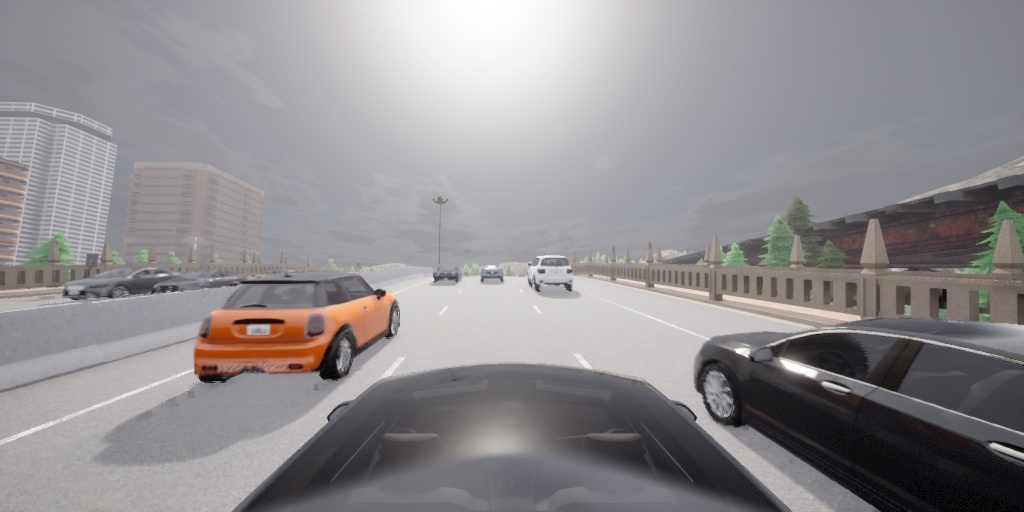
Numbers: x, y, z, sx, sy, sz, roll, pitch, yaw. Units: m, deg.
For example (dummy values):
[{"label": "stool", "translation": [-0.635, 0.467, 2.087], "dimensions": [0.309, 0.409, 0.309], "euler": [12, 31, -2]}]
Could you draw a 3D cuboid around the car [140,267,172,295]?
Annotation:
[{"label": "car", "translation": [-15.164, 1.360, 17.721], "dimensions": [1.994, 1.385, 4.181], "euler": [0, 0, -3]}]

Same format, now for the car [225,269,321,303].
[{"label": "car", "translation": [-11.676, 1.395, 18.013], "dimensions": [1.895, 1.301, 4.718], "euler": [0, 0, -3]}]

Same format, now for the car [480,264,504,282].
[{"label": "car", "translation": [-1.674, 1.373, 30.254], "dimensions": [2.033, 1.411, 5.357], "euler": [0, -1, -3]}]

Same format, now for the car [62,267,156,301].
[{"label": "car", "translation": [-18.664, 1.289, 17.611], "dimensions": [2.128, 1.511, 4.902], "euler": [0, 0, -3]}]

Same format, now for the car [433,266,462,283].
[{"label": "car", "translation": [-5.110, 1.421, 29.052], "dimensions": [1.895, 1.301, 4.718], "euler": [0, 0, -3]}]

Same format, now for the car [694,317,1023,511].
[{"label": "car", "translation": [3.438, 1.258, 2.841], "dimensions": [1.837, 1.490, 4.892], "euler": [0, 0, -3]}]

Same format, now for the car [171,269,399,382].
[{"label": "car", "translation": [-3.842, 1.116, 7.382], "dimensions": [2.097, 1.767, 4.553], "euler": [0, 0, -3]}]

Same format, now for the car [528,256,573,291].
[{"label": "car", "translation": [2.287, 1.020, 22.472], "dimensions": [2.150, 2.045, 5.566], "euler": [0, 0, -3]}]
